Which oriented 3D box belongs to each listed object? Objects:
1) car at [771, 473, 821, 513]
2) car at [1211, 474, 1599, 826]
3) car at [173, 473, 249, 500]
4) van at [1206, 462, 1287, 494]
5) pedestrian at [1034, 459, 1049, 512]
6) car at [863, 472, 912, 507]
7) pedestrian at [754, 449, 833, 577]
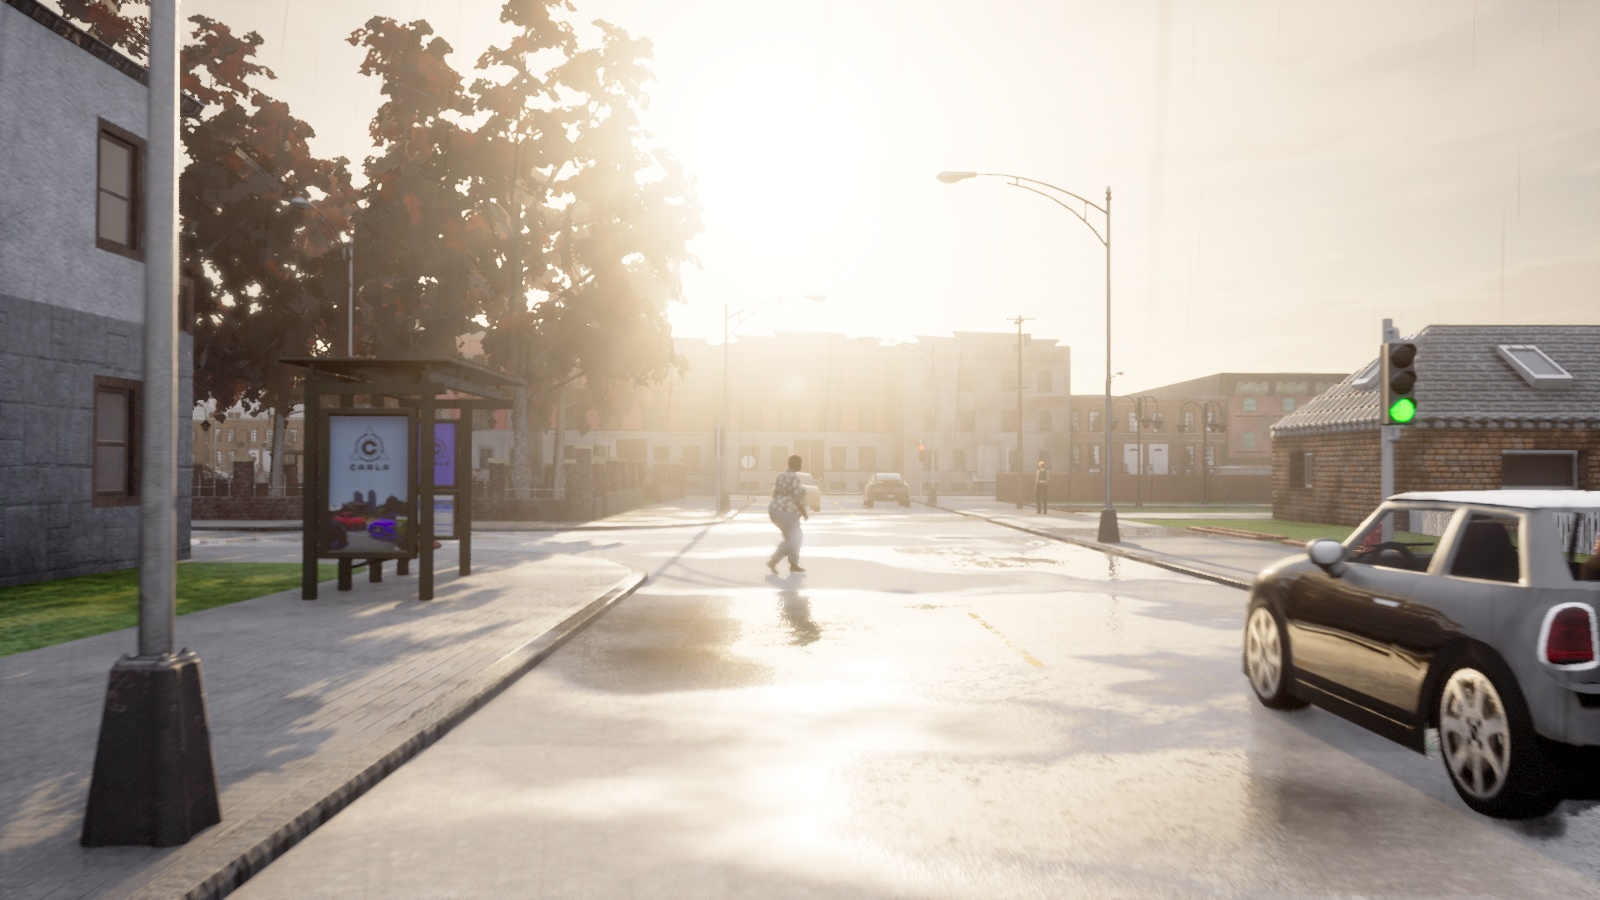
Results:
[{"bbox_3d":[-0.196,1.647,49.398,1.837,1.490,4.892,0,-1,-2],"label":"car"},{"bbox_3d":[3.976,0.885,7.237,1.970,1.475,3.806,0,-1,0],"label":"car"},{"bbox_3d":[-35.117,2.188,74.902,3.705,1.549,1.789,0,-1,0],"label":"car"},{"bbox_3d":[28.115,1.779,79.111,4.442,1.987,1.775,0,-1,0],"label":"van"},{"bbox_3d":[8.329,1.217,43.345,0.345,1.836,0.594,0,-1,-5],"label":"pedestrian"},{"bbox_3d":[3.858,1.743,56.067,1.837,1.490,4.892,0,-1,0],"label":"car"},{"bbox_3d":[-0.100,0.923,18.828,0.900,1.855,0.874,0,-1,-24],"label":"pedestrian"}]
